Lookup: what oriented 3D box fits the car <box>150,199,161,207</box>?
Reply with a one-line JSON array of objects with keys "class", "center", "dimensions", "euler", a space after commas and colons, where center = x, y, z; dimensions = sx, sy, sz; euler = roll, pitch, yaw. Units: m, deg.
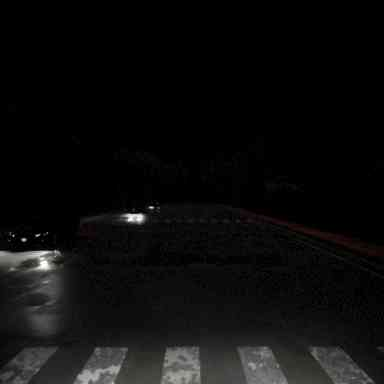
[{"class": "car", "center": [-7.604, 2.328, 69.651], "dimensions": [1.837, 1.490, 4.892], "euler": [0, -1, -1]}]

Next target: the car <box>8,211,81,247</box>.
[{"class": "car", "center": [-6.882, 1.739, 16.078], "dimensions": [1.837, 1.490, 4.892], "euler": [0, -1, 0]}]

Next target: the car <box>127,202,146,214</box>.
[{"class": "car", "center": [-7.113, 2.009, 42.880], "dimensions": [2.128, 1.511, 4.902], "euler": [0, -1, -1]}]
